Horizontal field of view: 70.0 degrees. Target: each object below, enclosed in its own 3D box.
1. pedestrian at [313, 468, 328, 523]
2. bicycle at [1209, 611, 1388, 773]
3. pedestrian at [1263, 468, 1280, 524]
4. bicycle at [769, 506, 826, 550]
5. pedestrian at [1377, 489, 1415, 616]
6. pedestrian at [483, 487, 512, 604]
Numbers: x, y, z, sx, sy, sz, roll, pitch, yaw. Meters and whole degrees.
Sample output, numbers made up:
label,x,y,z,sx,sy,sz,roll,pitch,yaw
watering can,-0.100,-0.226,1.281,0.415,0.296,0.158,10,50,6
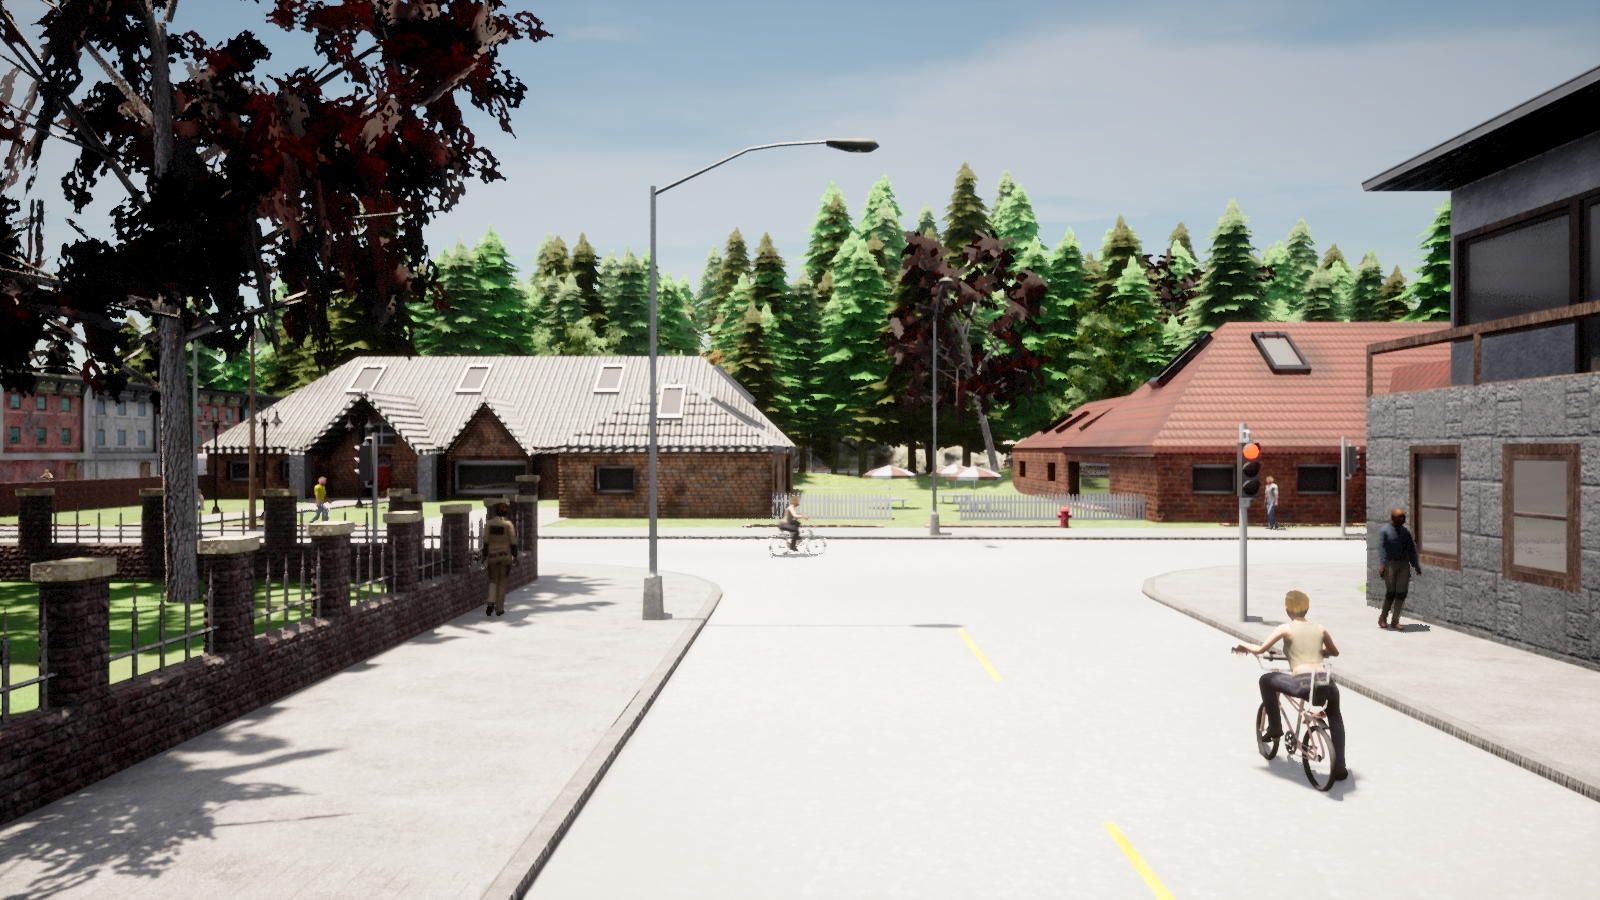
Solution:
label,x,y,z,sx,sy,sz,roll,pitch,yaw
pedestrian,-16.146,1.526,38.480,0.375,1.860,0.375,0,0,0
bicycle,4.247,2.037,9.857,0.859,1.080,1.487,0,0,-2
pedestrian,15.825,1.526,38.326,0.375,1.860,0.375,0,0,-12
bicycle,-0.053,2.038,29.853,1.487,1.080,0.859,0,0,1
pedestrian,8.877,1.517,17.024,0.375,1.860,0.375,0,0,0
pedestrian,-4.870,1.524,18.388,0.375,1.860,0.375,0,0,0
